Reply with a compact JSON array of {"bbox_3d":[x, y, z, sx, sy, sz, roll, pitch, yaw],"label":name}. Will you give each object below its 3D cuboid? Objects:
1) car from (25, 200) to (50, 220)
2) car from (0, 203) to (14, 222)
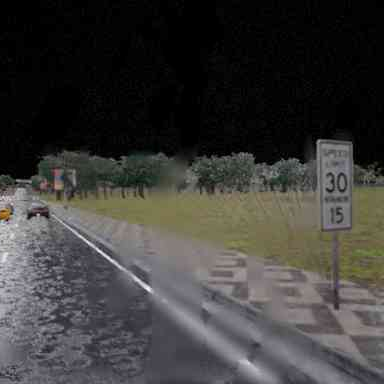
[{"bbox_3d":[-14.834,1.828,32.041,1.837,1.490,4.892,-1,0,-26],"label":"car"},{"bbox_3d":[-17.241,1.825,29.563,1.882,1.535,5.008,-1,0,-26],"label":"car"}]
